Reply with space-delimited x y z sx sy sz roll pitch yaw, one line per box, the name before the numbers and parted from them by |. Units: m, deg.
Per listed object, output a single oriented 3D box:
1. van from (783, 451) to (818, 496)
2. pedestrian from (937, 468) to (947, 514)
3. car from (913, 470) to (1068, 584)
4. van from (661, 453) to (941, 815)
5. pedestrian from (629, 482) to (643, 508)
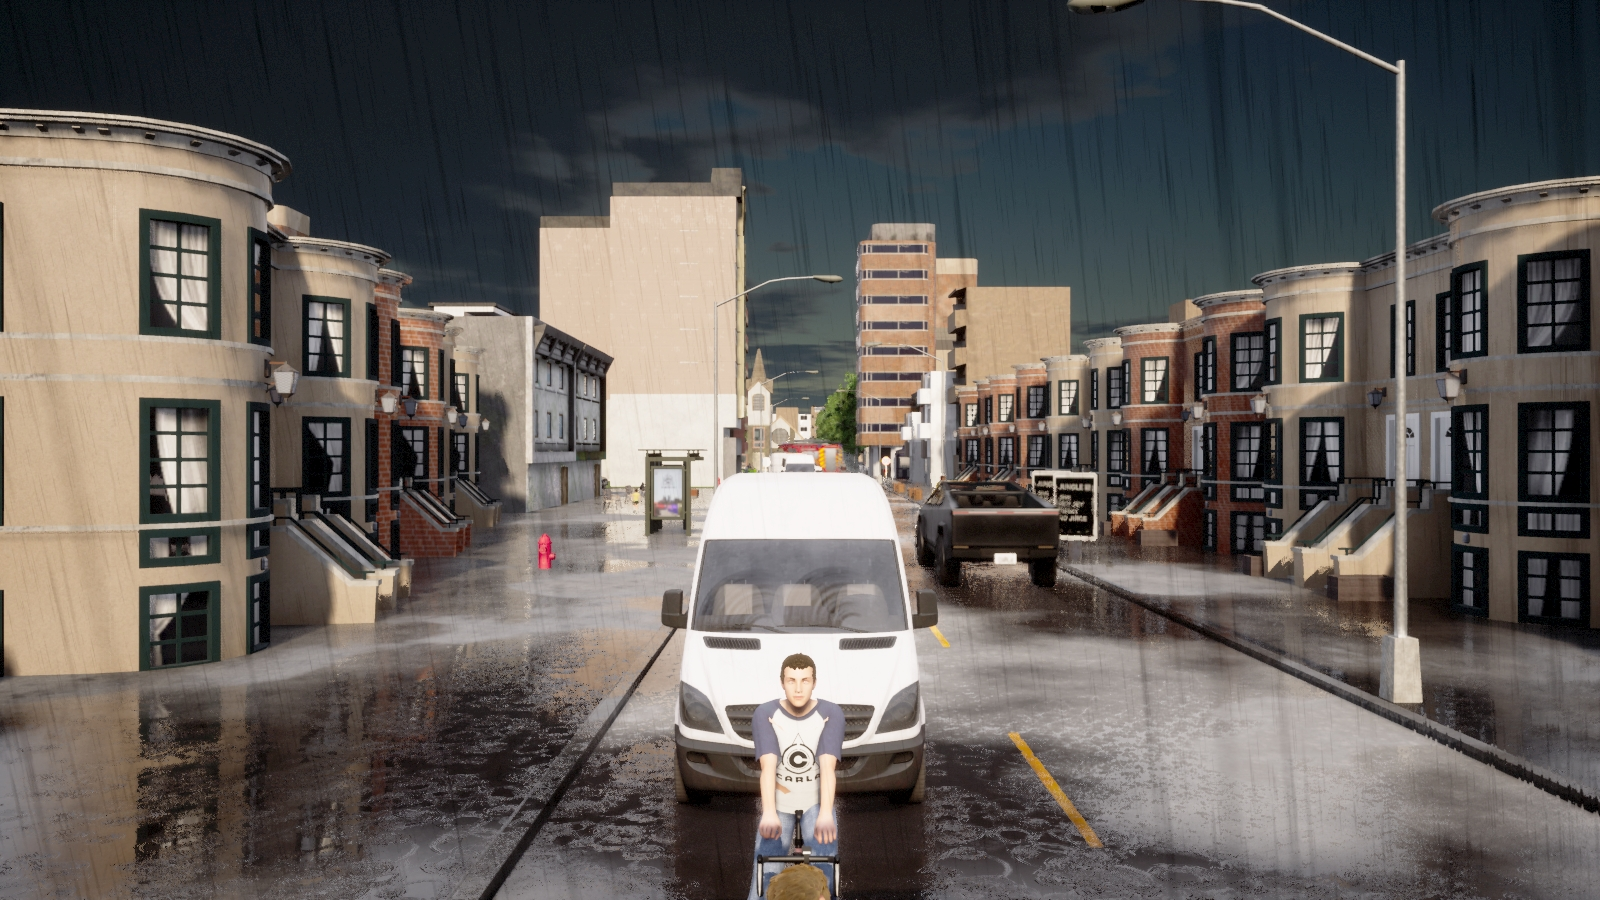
van | 0.014 1.341 67.828 1.988 2.561 5.915 0 0 0
pedestrian | 5.708 1.647 45.943 0.375 1.860 0.375 0 0 12
car | 4.002 1.544 25.322 2.390 2.098 6.274 0 0 0
van | 0.003 1.319 11.084 1.988 2.561 5.915 0 0 0
pedestrian | -7.008 1.928 48.768 0.500 1.100 0.500 0 0 2
